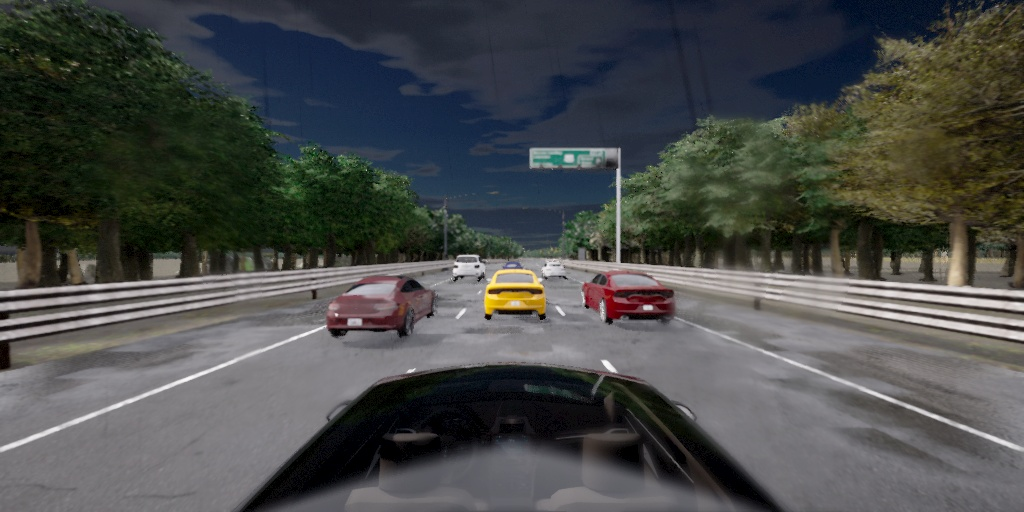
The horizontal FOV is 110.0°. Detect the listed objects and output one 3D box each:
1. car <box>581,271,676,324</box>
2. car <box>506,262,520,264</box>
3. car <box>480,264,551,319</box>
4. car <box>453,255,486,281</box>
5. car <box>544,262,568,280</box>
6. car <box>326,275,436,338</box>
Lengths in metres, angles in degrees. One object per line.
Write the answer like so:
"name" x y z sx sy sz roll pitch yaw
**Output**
"car" 3.608 1.218 11.959 1.882 1.535 5.008 0 0 0
"car" 0.092 1.261 31.185 1.812 1.442 4.674 0 0 0
"car" 0.098 1.217 12.807 1.882 1.535 5.008 0 0 0
"car" -3.409 0.955 29.376 2.150 2.045 5.566 0 0 0
"car" 3.592 1.261 31.266 1.812 1.442 4.674 0 0 0
"car" -3.412 1.267 10.067 1.812 1.442 4.674 0 0 0
